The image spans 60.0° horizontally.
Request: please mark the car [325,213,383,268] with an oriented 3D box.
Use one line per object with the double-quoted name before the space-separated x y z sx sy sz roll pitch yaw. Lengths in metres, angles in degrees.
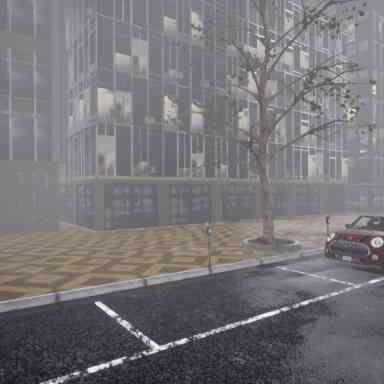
"car" 6.198 1.439 10.990 4.097 1.590 1.967 0 0 -36
